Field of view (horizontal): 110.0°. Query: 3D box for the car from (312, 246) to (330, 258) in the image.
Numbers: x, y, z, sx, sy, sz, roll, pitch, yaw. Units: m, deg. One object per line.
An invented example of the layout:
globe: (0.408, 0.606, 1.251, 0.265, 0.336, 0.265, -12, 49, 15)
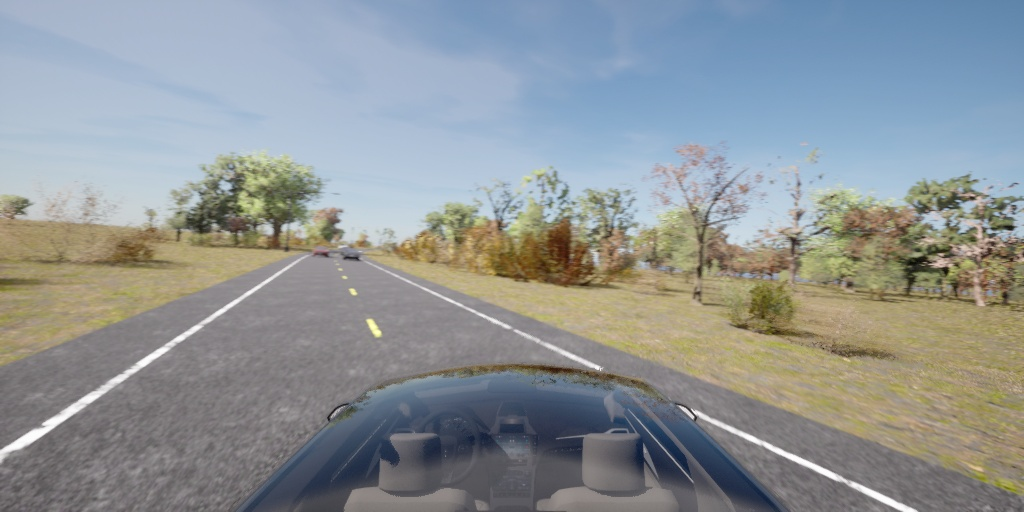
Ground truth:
car: (-26.494, -0.630, 49.799, 1.882, 1.535, 5.008, 4, 0, -26)

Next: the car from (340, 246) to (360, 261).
car: (-21.274, -0.171, 47.462, 1.994, 1.385, 4.181, 4, 0, -27)
